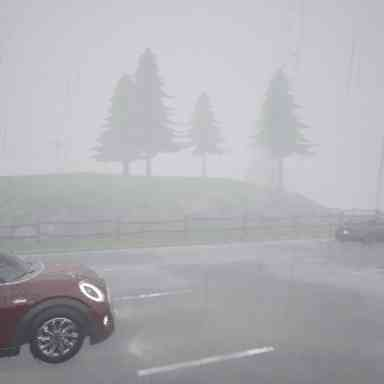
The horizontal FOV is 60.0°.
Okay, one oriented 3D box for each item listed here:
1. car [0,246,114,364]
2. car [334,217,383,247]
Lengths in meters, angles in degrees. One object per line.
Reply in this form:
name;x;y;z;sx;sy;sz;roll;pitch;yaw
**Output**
car;-3.540;1.524;5.082;4.553;1.767;2.097;0;-2;-21
car;9.642;2.011;17.585;4.181;1.385;1.994;0;-2;-21
